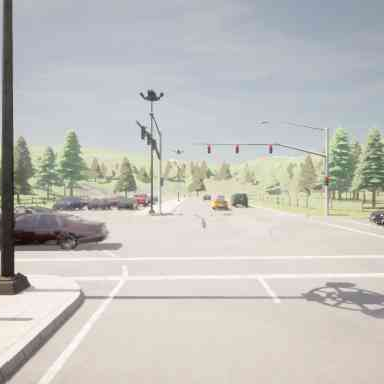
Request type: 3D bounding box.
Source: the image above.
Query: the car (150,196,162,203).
[{"bbox_3d":[-7.870,1.526,72.676,2.033,1.411,5.357,0,0,0],"label":"car"}]

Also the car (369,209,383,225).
[{"bbox_3d":[14.211,1.505,21.595,4.892,1.490,1.837,0,0,4],"label":"car"}]

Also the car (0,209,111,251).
[{"bbox_3d":[-6.098,1.547,13.474,5.357,1.411,2.033,0,0,-3],"label":"car"}]

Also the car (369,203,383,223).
[{"bbox_3d":[16.459,1.548,24.912,5.357,1.411,2.033,0,0,2],"label":"car"}]

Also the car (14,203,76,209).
[{"bbox_3d":[-8.864,1.491,16.926,4.902,1.511,2.128,0,0,-4],"label":"car"}]

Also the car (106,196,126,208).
[{"bbox_3d":[-11.523,1.478,50.595,1.882,1.535,5.008,0,0,0],"label":"car"}]

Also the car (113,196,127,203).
[{"bbox_3d":[-14.899,1.499,69.173,1.837,1.490,4.892,0,0,0],"label":"car"}]

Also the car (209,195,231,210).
[{"bbox_3d":[3.637,1.477,44.004,1.882,1.535,5.008,0,0,0],"label":"car"}]

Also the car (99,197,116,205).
[{"bbox_3d":[-14.994,1.564,59.062,1.994,1.385,4.181,0,0,0],"label":"car"}]

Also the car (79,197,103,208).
[{"bbox_3d":[-15.026,1.547,49.824,2.033,1.411,5.357,0,0,0],"label":"car"}]

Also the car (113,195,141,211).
[{"bbox_3d":[-8.037,1.478,41.734,1.882,1.535,5.008,0,0,0],"label":"car"}]

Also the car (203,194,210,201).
[{"bbox_3d":[3.867,1.355,83.996,2.097,1.767,4.553,0,0,2],"label":"car"}]

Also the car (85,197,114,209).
[{"bbox_3d":[-11.541,1.564,41.617,1.994,1.385,4.181,0,0,0],"label":"car"}]

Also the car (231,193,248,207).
[{"bbox_3d":[7.167,1.221,50.611,2.150,2.045,5.566,0,0,0],"label":"car"}]

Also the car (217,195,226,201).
[{"bbox_3d":[7.341,1.478,83.012,1.882,1.535,5.008,0,0,2],"label":"car"}]

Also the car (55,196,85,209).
[{"bbox_3d":[-15.044,1.352,40.365,2.097,1.767,4.553,0,0,0],"label":"car"}]

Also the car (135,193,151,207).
[{"bbox_3d":[-8.022,1.221,51.668,2.150,2.045,5.566,0,0,0],"label":"car"}]

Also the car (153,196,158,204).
[{"bbox_3d":[-7.973,1.547,62.007,2.033,1.411,5.357,0,0,0],"label":"car"}]
